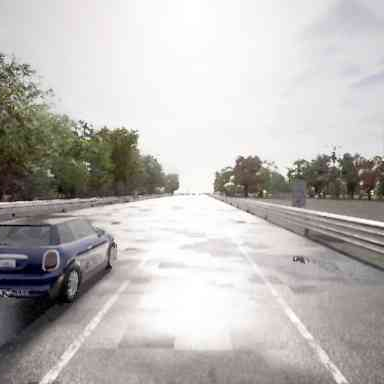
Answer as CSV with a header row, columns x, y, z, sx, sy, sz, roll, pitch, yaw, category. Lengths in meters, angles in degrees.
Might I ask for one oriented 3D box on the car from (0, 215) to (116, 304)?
x,y,z,sx,sy,sz,roll,pitch,yaw,category
-3.383,1.353,8.329,2.097,1.767,4.553,0,0,1,car
